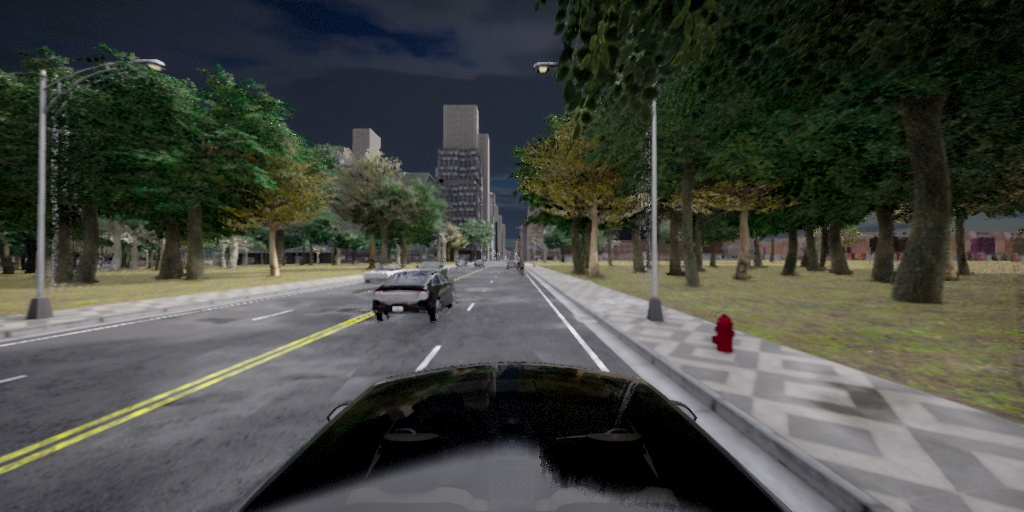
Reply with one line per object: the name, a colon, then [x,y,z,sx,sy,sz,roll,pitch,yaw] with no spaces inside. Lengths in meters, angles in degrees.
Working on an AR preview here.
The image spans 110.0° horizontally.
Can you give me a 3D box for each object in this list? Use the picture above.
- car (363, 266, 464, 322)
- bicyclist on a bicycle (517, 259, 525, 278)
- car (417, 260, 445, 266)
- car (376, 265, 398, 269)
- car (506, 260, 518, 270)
car: [-3.147,1.249,12.306,2.128,1.511,4.902,0,0,0]
bicyclist on a bicycle: [0.900,1.263,32.240,0.582,1.620,1.656,0,-1,0]
car: [-6.587,1.151,29.190,2.097,1.767,4.553,0,0,0]
car: [-9.840,1.396,27.948,1.895,1.301,4.718,0,0,0]
car: [0.061,1.404,57.673,2.128,1.511,4.902,0,0,0]
